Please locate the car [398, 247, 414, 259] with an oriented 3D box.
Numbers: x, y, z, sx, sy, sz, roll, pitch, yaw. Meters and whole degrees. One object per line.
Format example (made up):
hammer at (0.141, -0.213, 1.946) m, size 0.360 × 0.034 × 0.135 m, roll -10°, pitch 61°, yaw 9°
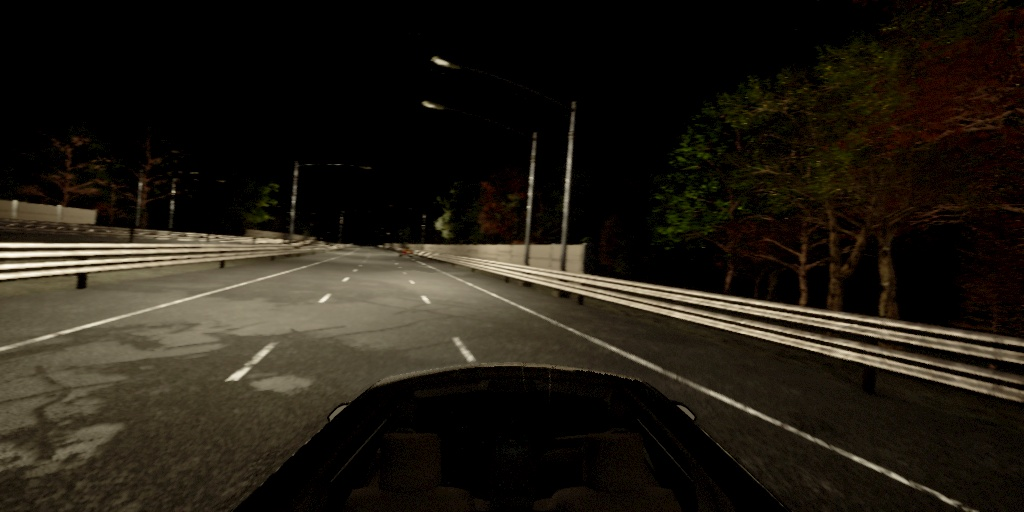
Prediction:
car at (-15.584, -0.511, 52.721) m, size 2.033 × 1.649 × 4.856 m, roll 4°, pitch 0°, yaw -21°
